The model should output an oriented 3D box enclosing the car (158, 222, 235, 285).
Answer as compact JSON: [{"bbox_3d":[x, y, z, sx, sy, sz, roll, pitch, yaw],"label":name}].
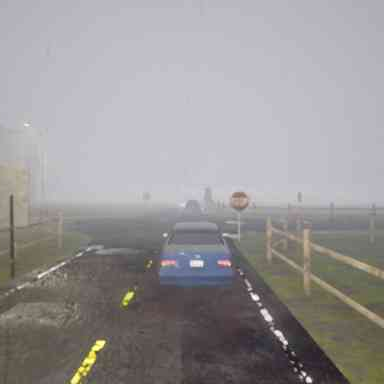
[{"bbox_3d":[0.096,1.591,9.636,2.033,1.411,5.357,0,0,0],"label":"car"}]

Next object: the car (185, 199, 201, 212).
[{"bbox_3d":[0.073,1.677,42.530,1.882,1.535,5.008,0,0,0],"label":"car"}]
